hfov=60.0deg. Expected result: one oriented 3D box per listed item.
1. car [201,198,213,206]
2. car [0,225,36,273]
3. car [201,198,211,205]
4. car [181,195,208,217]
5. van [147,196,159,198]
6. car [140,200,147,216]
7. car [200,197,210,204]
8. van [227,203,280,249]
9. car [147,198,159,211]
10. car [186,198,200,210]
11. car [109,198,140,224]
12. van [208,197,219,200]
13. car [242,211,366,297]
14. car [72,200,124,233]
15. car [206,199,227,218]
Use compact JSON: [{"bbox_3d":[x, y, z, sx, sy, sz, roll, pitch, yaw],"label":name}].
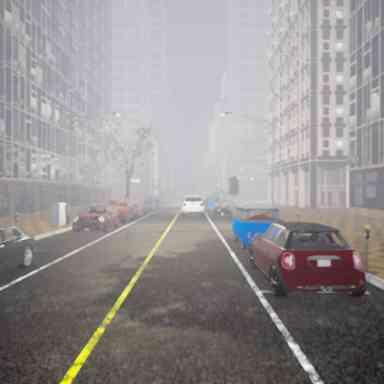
[{"bbox_3d":[2.733,1.800,59.837,1.947,1.339,4.313,-1,0,0],"label":"car"},{"bbox_3d":[-5.698,1.587,8.684,2.008,1.369,4.403,-1,0,0],"label":"car"},{"bbox_3d":[2.791,1.836,65.520,1.802,1.307,4.206,-1,0,0],"label":"car"},{"bbox_3d":[0.101,1.355,33.290,2.150,2.045,5.566,0,0,0],"label":"car"},{"bbox_3d":[-5.702,1.534,48.471,1.690,1.788,3.998,-1,0,0],"label":"van"},{"bbox_3d":[-5.700,1.709,31.419,1.802,1.307,4.206,-1,0,0],"label":"car"},{"bbox_3d":[2.809,1.840,71.206,1.947,1.339,4.313,-1,0,0],"label":"car"},{"bbox_3d":[2.680,1.400,14.369,1.690,1.788,3.998,-1,0,0],"label":"van"},{"bbox_3d":[-5.700,1.753,42.787,1.802,1.307,4.206,-1,0,0],"label":"car"},{"bbox_3d":[0.096,1.663,46.500,1.882,1.535,5.008,0,0,0],"label":"car"},{"bbox_3d":[-5.702,1.419,25.736,2.192,1.841,5.009,-1,0,0],"label":"car"},{"bbox_3d":[2.678,1.512,42.788,1.690,1.788,3.998,-1,0,0],"label":"van"},{"bbox_3d":[2.681,1.476,8.685,1.967,1.590,4.097,-1,0,0],"label":"car"},{"bbox_3d":[-5.700,1.522,20.052,1.967,1.590,4.097,-1,0,0],"label":"car"},{"bbox_3d":[2.681,1.677,31.419,2.008,1.369,4.403,-1,0,0],"label":"car"}]
